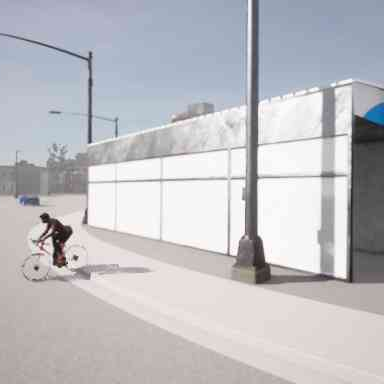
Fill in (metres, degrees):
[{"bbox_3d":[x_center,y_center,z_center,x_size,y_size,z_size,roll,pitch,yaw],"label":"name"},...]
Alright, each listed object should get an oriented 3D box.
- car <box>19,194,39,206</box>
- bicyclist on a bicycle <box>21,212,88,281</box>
[{"bbox_3d":[-22.563,1.071,46.094,1.882,1.535,5.008,0,0,-35],"label":"car"},{"bbox_3d":[-3.460,1.315,8.374,1.656,1.620,0.582,-8,4,-38],"label":"bicyclist on a bicycle"}]
